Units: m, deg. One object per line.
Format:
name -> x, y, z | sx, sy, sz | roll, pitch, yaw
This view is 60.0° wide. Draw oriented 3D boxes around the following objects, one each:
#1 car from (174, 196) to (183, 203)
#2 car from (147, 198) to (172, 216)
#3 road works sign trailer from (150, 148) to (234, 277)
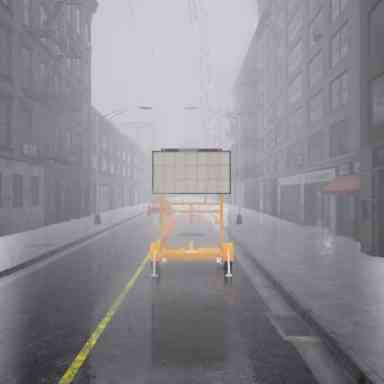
car -> -3.100, 1.665, 76.336 | 1.812, 1.442, 4.674 | 0, 0, 0
car -> -3.143, 1.380, 32.437 | 2.097, 1.767, 4.553 | 0, 0, 0
road works sign trailer -> -0.012, 0.467, 10.273 | 2.380, 3.560, 2.880 | 0, 0, 0
